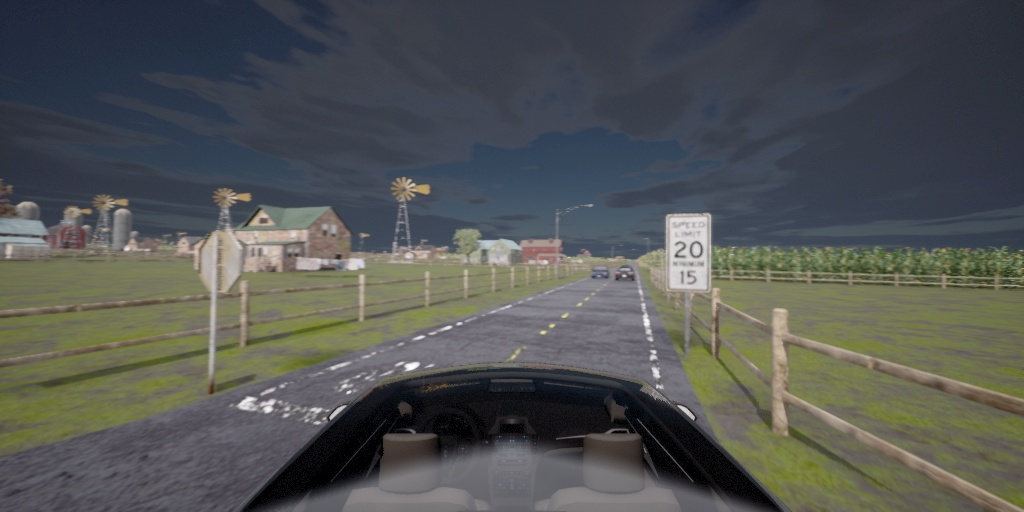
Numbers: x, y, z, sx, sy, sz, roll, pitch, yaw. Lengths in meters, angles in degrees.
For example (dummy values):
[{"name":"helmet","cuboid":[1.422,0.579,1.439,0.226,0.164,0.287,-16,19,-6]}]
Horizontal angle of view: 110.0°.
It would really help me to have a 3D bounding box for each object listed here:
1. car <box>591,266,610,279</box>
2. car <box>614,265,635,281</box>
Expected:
[{"name":"car","cuboid":[10.571,1.918,42.546,2.033,1.411,5.357,0,-1,19]},{"name":"car","cuboid":[11.950,1.858,37.913,1.812,1.442,4.674,0,-1,19]}]
